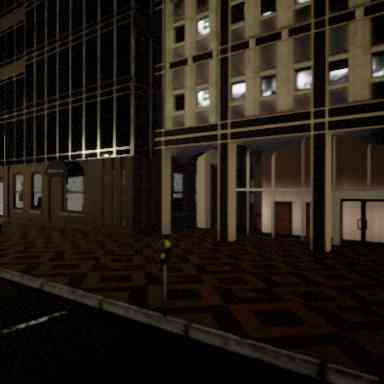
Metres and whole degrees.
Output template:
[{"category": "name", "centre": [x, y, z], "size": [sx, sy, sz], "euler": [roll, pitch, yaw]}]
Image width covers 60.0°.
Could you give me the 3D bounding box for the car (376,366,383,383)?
[{"category": "car", "centre": [3.091, 1.332, 0.674], "size": [5.009, 1.841, 2.192], "euler": [1, 0, 36]}]
